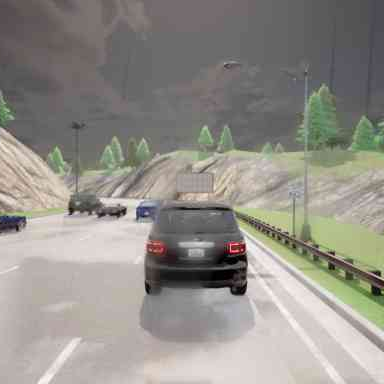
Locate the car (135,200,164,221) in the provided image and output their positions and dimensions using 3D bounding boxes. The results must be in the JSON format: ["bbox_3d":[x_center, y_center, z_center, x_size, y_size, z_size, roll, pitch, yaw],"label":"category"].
[{"bbox_3d":[-3.477,1.477,27.845,1.882,1.535,5.008,0,0,-1],"label":"car"}]

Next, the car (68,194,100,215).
[{"bbox_3d":[-10.685,1.224,33.416,2.150,2.045,5.566,0,0,-3],"label":"car"}]

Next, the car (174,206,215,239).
[{"bbox_3d":[0.109,1.559,18.069,1.994,1.385,4.181,0,0,0],"label":"car"}]

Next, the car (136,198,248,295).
[{"bbox_3d":[0.089,1.221,8.846,2.150,2.045,5.566,0,0,0],"label":"car"}]

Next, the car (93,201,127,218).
[{"bbox_3d":[-7.015,1.601,29.600,1.895,1.301,4.718,0,0,-1],"label":"car"}]

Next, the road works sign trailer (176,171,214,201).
[{"bbox_3d":[0.190,0.464,21.565,2.380,3.560,2.880,0,0,0],"label":"road works sign trailer"}]

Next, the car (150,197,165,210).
[{"bbox_3d":[-4.572,1.504,43.752,1.837,1.490,4.892,0,0,-7],"label":"car"}]

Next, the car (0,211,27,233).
[{"bbox_3d":[-10.418,1.601,17.058,1.895,1.301,4.718,0,0,0],"label":"car"}]
